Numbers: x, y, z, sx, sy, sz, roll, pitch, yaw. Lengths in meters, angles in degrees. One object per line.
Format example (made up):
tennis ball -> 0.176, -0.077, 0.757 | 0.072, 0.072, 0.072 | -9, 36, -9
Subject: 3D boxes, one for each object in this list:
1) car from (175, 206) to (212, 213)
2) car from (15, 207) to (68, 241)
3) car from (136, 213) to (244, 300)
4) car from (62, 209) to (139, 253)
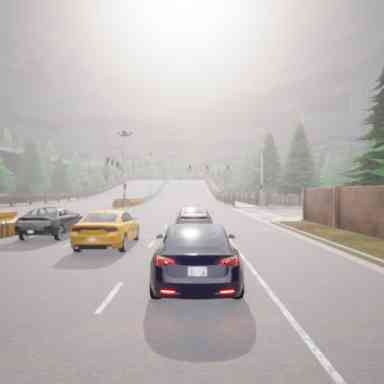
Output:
car -> 0.097, 1.489, 17.534 | 2.128, 1.511, 4.902 | 0, 0, 0
car -> -6.902, 1.489, 16.646 | 2.128, 1.511, 4.902 | 0, 0, 0
car -> 0.100, 1.502, 8.444 | 2.163, 1.488, 4.792 | 0, 0, 0
car -> -3.401, 1.476, 13.798 | 1.882, 1.535, 5.008 | 0, 0, 0
